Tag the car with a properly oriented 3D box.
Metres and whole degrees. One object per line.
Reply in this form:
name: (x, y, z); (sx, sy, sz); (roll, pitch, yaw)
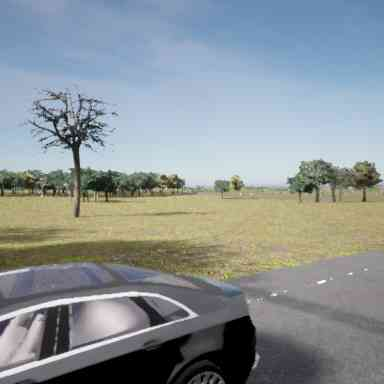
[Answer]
car: (-1.573, 1.491, 2.844); (4.902, 1.511, 2.128); (0, 0, -36)
